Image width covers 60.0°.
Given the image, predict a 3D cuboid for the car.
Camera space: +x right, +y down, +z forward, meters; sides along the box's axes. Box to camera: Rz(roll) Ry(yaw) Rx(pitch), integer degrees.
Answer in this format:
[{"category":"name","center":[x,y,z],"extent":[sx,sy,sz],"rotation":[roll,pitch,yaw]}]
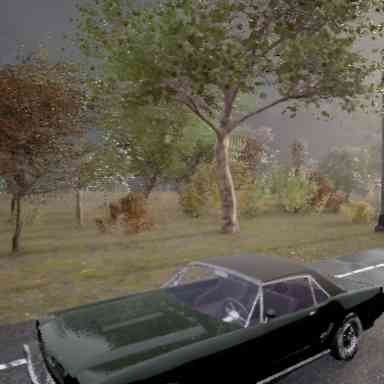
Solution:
[{"category":"car","center":[0.482,1.602,4.350],"extent":[4.718,1.301,1.895],"rotation":[0,0,-36]}]
